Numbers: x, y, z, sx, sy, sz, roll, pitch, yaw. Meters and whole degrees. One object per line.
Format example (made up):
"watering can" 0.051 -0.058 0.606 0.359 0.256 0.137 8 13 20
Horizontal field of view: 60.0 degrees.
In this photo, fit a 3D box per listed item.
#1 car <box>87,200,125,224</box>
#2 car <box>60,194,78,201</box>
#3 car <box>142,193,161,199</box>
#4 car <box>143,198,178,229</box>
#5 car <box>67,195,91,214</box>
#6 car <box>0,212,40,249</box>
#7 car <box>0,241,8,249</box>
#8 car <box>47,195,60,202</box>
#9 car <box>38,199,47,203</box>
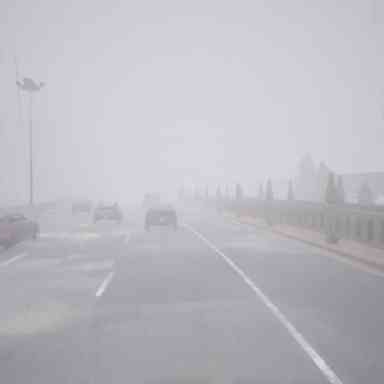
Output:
"car" -6.036 1.434 24.404 2.128 1.511 4.902 0 0 -8
"car" -22.466 1.368 62.401 2.150 2.045 5.566 0 -2 -8
"car" -4.898 1.101 40.465 2.150 2.045 5.566 0 0 -9
"car" -2.032 1.405 21.209 1.882 1.535 5.008 0 0 -8
"car" -11.024 1.420 34.143 1.882 1.535 5.008 0 0 -9
"car" -8.168 1.556 14.409 1.994 1.385 4.181 0 0 -7
"car" -3.604 1.513 2.443 1.837 1.490 4.892 0 0 -2
"car" -26.639 1.647 66.655 2.150 2.045 5.566 0 -3 -9
"car" -30.596 2.179 69.450 1.812 1.442 4.674 0 -4 -9
